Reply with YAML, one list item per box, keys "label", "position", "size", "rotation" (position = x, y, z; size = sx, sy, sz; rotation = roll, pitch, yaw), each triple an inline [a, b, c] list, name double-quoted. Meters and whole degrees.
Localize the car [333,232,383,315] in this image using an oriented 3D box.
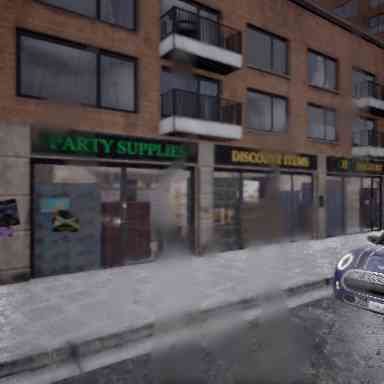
- label: "car"
  position: [4.969, 1.345, 6.911]
  size: [4.553, 1.767, 2.097]
  rotation: [0, 0, -35]
